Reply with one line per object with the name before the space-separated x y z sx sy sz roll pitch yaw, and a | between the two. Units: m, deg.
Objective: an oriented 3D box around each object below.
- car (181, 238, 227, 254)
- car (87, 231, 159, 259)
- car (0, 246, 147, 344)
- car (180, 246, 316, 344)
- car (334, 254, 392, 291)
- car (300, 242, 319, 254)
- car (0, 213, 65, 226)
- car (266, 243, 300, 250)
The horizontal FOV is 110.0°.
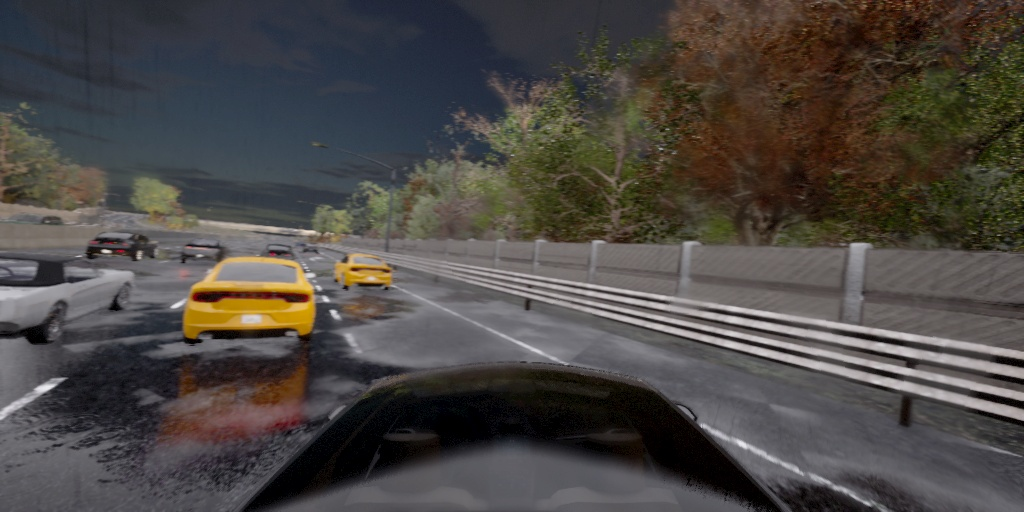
car | -18.093 -0.301 21.412 2.128 1.511 4.902 5 0 -32
car | -21.081 -0.563 19.599 1.837 1.490 4.892 5 0 -32
car | -8.639 0.593 6.314 1.895 1.301 4.718 5 0 -32
car | -5.500 0.756 7.892 1.882 1.535 5.008 5 0 -32
car | -7.004 0.658 16.671 1.882 1.535 5.008 5 0 -32
car | -29.646 -1.155 52.772 1.812 1.442 4.674 5 0 -32
car | -40.168 -2.508 30.072 2.150 2.045 5.566 5 0 -32
car | -15.164 -0.018 23.304 1.837 1.490 4.892 5 0 -32
